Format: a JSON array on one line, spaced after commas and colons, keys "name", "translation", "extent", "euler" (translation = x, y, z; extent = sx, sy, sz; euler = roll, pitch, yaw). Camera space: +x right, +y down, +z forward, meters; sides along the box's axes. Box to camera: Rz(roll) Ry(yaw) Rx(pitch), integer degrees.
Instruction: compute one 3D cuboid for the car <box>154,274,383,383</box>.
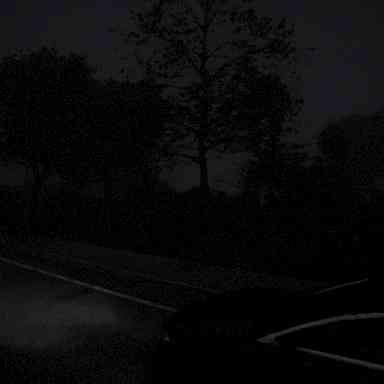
[{"name": "car", "translation": [1.844, 1.499, 2.789], "extent": [4.902, 1.511, 2.128], "euler": [0, 0, 36]}]
